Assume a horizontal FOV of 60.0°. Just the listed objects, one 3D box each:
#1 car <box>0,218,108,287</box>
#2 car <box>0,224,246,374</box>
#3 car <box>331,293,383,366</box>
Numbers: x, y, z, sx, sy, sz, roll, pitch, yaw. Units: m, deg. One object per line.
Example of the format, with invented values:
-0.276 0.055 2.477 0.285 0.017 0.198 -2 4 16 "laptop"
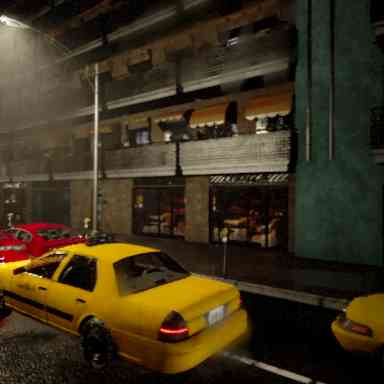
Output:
-4.817 1.637 10.213 4.507 1.381 1.887 0 -1 37 "car"
-1.749 1.514 5.685 5.366 1.575 1.801 0 -1 37 "car"
4.115 1.594 3.530 4.829 1.417 1.752 0 -1 37 "car"
